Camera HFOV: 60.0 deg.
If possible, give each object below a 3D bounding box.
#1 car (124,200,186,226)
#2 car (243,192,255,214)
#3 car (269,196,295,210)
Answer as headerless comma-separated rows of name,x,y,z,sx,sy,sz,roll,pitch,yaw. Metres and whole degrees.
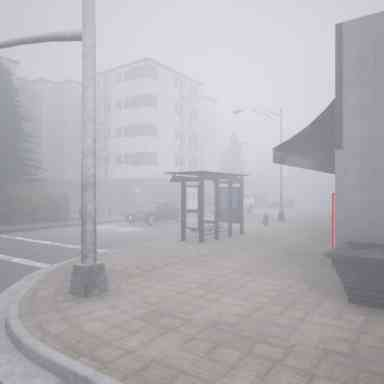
car,-2.368,1.328,22.203,1.837,1.490,4.892,0,0,36
car,3.849,1.045,30.853,2.150,2.045,5.566,0,0,36
car,11.068,1.301,40.813,1.882,1.535,5.008,0,0,36
